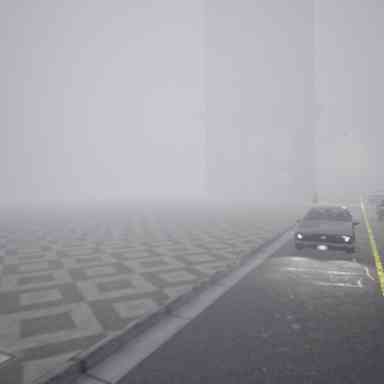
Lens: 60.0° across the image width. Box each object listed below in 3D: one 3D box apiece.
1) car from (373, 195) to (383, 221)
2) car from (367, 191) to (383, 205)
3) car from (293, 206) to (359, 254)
[{"bbox_3d":[12.663,1.089,20.799,1.895,1.301,4.718,0,1,27],"label":"car"},{"bbox_3d":[20.326,0.622,36.231,2.128,1.511,4.902,0,1,27],"label":"car"},{"bbox_3d":[5.136,1.244,12.512,2.033,1.411,5.357,0,1,26],"label":"car"}]
